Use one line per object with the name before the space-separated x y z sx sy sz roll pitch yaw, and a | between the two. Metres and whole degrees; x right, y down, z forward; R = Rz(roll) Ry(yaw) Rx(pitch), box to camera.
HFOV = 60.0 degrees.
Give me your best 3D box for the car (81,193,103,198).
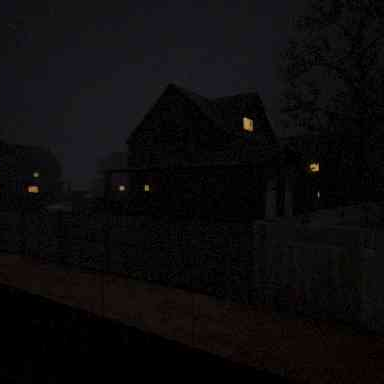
car | -11.375 0.893 37.812 1.812 1.442 4.674 1 2 35
